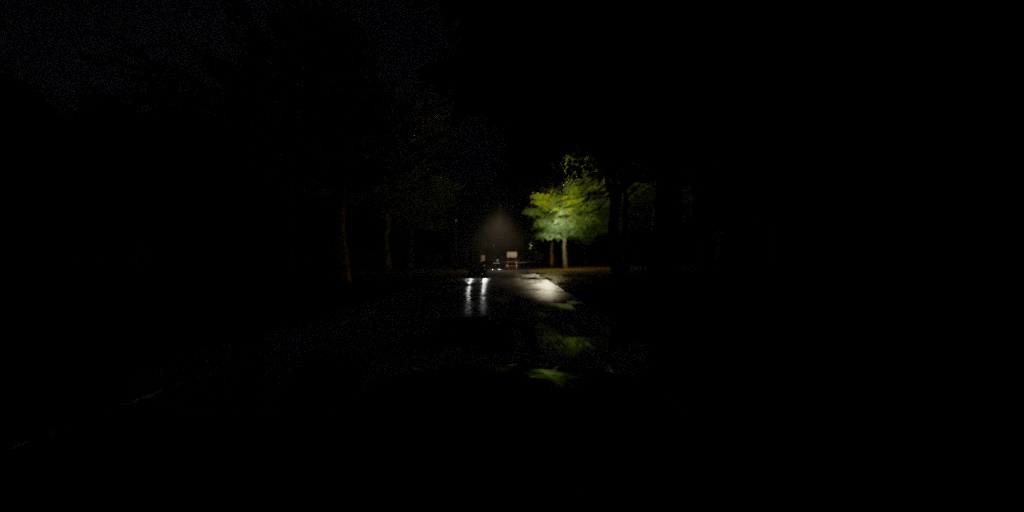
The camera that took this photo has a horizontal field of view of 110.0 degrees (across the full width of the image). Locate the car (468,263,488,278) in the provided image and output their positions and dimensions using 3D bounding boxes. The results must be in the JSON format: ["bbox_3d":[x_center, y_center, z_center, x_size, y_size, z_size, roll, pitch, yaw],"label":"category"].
[{"bbox_3d":[-3.579,1.555,38.365,1.837,1.490,4.892,0,0,0],"label":"car"}]
